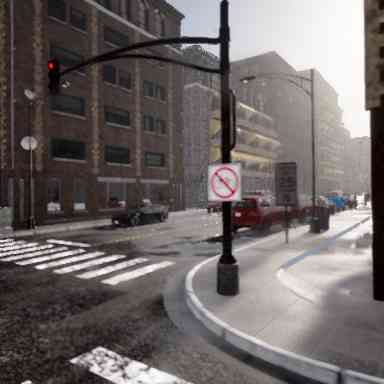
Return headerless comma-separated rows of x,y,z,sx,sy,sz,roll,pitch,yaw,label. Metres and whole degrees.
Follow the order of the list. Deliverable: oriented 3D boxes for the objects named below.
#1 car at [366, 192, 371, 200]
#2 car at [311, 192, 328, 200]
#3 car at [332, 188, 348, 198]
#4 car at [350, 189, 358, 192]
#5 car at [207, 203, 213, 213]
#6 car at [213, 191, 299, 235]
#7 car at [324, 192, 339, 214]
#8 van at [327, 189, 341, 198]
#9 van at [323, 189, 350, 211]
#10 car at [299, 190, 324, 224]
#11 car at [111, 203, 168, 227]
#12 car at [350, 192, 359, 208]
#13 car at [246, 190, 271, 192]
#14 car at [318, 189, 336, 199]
29.065,0.587,53.218,1.947,1.339,4.313,0,1,35,car
22.233,0.711,58.070,1.802,1.307,4.206,0,1,35,car
31.826,0.186,71.578,2.192,1.841,5.009,0,1,35,car
38.221,0.274,80.586,1.947,1.339,4.313,0,1,35,car
3.050,1.225,31.053,1.887,1.381,4.507,0,1,35,car
3.485,1.085,17.191,2.192,1.841,5.009,0,1,35,car
9.882,1.013,26.201,1.967,1.590,4.097,0,1,35,car
28.628,0.296,67.075,1.690,1.788,3.998,0,1,35,van
13.076,0.818,30.700,1.690,1.788,3.998,0,1,35,van
6.683,0.985,21.694,2.192,1.841,5.009,0,1,35,car
-3.346,1.444,22.046,1.947,1.339,4.313,0,1,35,car
16.276,0.965,35.206,1.802,1.307,4.206,0,1,35,car
5.685,0.864,30.148,2.150,2.045,5.566,-1,1,35,car
25.429,0.356,62.570,2.192,1.841,5.009,0,1,35,car
